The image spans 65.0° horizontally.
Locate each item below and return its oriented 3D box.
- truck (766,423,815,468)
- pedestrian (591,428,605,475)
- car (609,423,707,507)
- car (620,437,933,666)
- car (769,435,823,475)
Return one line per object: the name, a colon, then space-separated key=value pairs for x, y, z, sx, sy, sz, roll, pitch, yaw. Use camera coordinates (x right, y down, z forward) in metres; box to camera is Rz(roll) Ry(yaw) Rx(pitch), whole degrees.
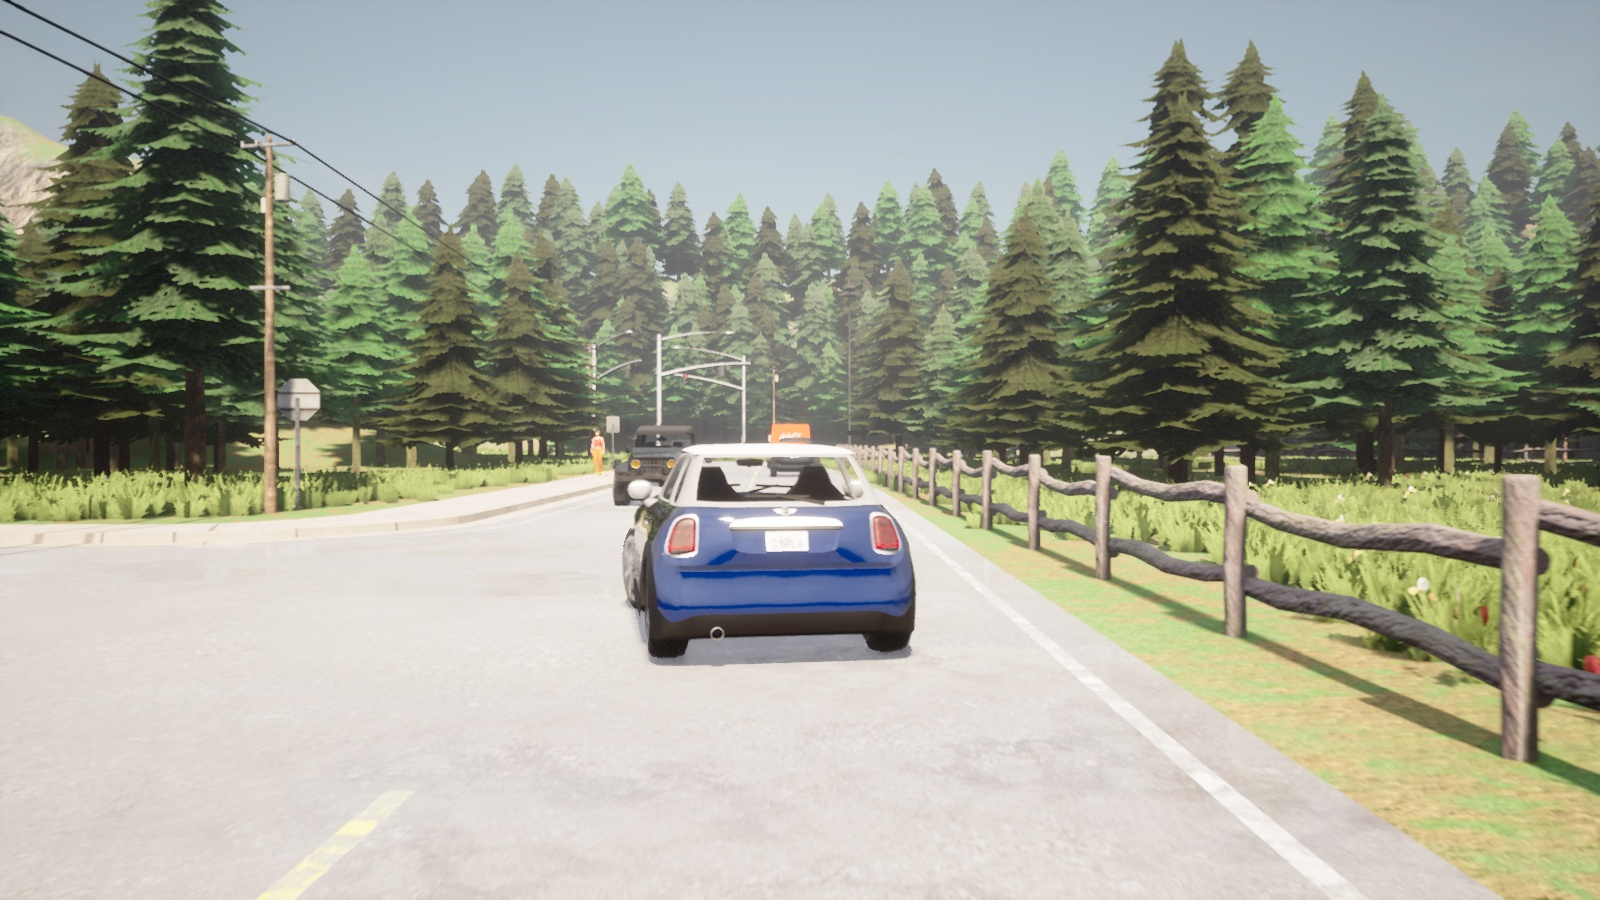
truck: x=-0.581 y=-0.253 z=71.078 sx=2.627 sy=2.467 sz=5.204 roll=0 pitch=0 yaw=-2
pedestrian: x=-7.928 y=0.050 z=49.187 sx=0.345 sy=1.836 sz=0.594 roll=0 pitch=0 yaw=12
car: x=-3.316 y=0.320 z=30.018 sx=1.905 sy=1.878 sz=3.866 roll=0 pitch=0 yaw=0
car: x=-0.405 y=0.640 z=10.123 sx=1.970 sy=1.475 sz=3.806 roll=0 pitch=0 yaw=-10
car: x=-0.202 y=0.202 z=54.155 sx=2.242 sy=1.667 sz=4.611 roll=0 pitch=0 yaw=-1
